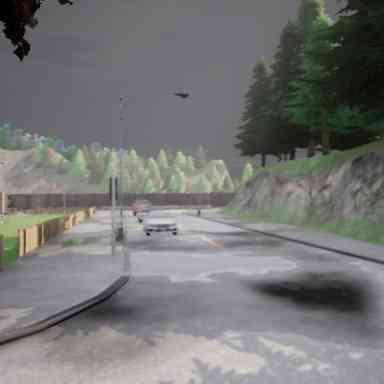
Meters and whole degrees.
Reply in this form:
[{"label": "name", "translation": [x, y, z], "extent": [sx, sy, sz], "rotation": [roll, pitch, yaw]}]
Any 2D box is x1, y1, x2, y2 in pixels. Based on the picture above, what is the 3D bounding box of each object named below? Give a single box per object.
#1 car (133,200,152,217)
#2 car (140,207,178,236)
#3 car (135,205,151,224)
[{"label": "car", "translation": [-6.257, 1.985, 41.970], "extent": [2.150, 2.045, 5.566], "rotation": [0, -1, -11]}, {"label": "car", "translation": [-2.092, 1.904, 21.297], "extent": [1.812, 1.442, 4.674], "rotation": [0, -1, -12]}, {"label": "car", "translation": [-4.053, 2.159, 30.926], "extent": [1.895, 1.301, 4.718], "rotation": [0, -1, -11]}]
